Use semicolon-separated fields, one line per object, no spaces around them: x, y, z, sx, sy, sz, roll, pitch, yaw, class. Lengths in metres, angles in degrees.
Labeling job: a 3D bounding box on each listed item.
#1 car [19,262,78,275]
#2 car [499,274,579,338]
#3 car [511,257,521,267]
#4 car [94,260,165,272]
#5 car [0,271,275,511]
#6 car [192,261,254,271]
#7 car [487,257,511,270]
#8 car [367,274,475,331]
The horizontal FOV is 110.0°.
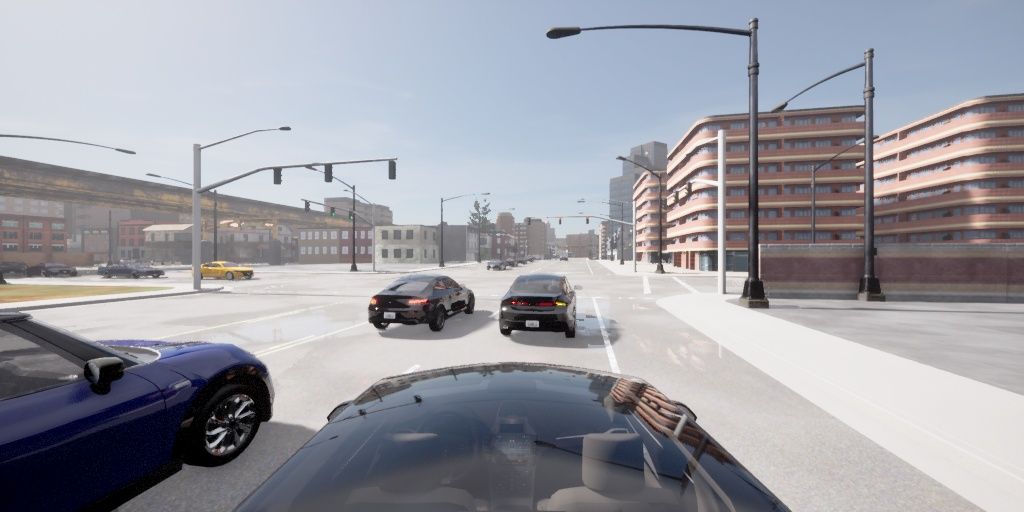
-43.986;1.314;34.241;4.181;1.385;1.994;0;0;15;car
0.906;1.255;10.314;1.837;1.490;4.892;0;0;11;car
-0.251;0.957;57.368;1.882;1.535;5.008;0;1;11;car
-34.267;1.297;32.211;5.357;1.411;2.033;0;0;9;car
-3.858;1.102;2.175;2.097;1.767;4.553;0;0;6;car
-24.608;1.228;30.581;5.008;1.535;1.882;0;0;10;car
-2.047;1.106;48.090;2.128;1.511;4.902;0;1;11;car
-2.540;1.276;10.953;1.812;1.442;4.674;0;0;11;car
